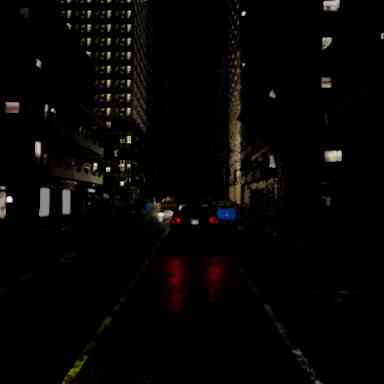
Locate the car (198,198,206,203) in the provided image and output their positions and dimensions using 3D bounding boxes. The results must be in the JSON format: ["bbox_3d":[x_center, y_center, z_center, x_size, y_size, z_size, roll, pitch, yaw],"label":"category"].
[{"bbox_3d":[2.667,2.280,87.677,1.802,1.307,4.206,1,0,0],"label":"car"}]

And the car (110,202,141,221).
[{"bbox_3d":[-5.655,1.801,27.317,1.802,1.307,4.206,1,0,0],"label":"car"}]

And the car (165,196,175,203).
[{"bbox_3d":[-5.708,2.013,87.614,2.192,1.841,5.009,1,0,0],"label":"car"}]

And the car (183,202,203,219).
[{"bbox_3d":[0.085,1.772,33.479,1.837,1.490,4.892,0,-1,0],"label":"car"}]

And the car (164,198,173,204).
[{"bbox_3d":[-5.711,2.235,82.037,1.802,1.307,4.206,1,0,0],"label":"car"}]

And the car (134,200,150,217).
[{"bbox_3d":[-5.657,1.829,32.856,1.947,1.339,4.313,1,0,0],"label":"car"}]

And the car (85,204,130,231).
[{"bbox_3d":[-5.652,1.726,21.776,2.008,1.369,4.403,1,0,0],"label":"car"}]

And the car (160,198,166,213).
[{"bbox_3d":[-3.032,1.821,43.048,1.882,1.535,5.008,0,-1,0],"label":"car"}]

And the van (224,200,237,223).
[{"bbox_3d":[2.696,1.561,27.374,1.690,1.788,3.998,1,0,0],"label":"van"}]

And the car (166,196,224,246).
[{"bbox_3d":[0.096,1.353,16.227,2.150,2.045,5.566,0,0,-1],"label":"car"}]

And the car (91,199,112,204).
[{"bbox_3d":[-16.516,1.984,61.039,4.097,1.590,1.967,0,-2,0],"label":"car"}]
